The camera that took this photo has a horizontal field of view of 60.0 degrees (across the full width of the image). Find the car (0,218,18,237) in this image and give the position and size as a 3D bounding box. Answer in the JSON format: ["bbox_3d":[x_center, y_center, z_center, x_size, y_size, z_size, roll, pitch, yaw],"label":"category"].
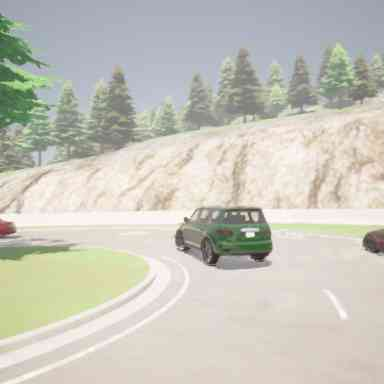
[{"bbox_3d":[-14.362,2.367,22.042,5.008,1.535,1.882,-1,-2,-13],"label":"car"}]

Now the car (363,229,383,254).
[{"bbox_3d":[8.226,1.729,12.167,1.994,1.385,4.181,-1,-2,-6],"label":"car"}]

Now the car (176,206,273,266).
[{"bbox_3d":[1.042,1.565,13.357,2.150,2.045,5.566,0,-2,-19],"label":"car"}]
